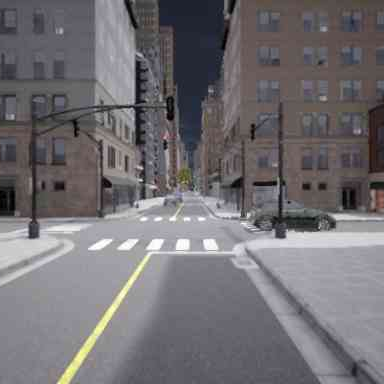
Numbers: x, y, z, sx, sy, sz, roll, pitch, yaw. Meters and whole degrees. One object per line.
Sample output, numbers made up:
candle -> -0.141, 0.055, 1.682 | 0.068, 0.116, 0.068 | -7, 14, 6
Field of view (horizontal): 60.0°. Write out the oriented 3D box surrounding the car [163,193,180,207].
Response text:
car -> -3.076, 1.296, 47.990 | 1.812, 1.442, 4.674 | 0, 0, 0

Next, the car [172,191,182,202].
car -> -3.025, 0.918, 64.084 | 2.150, 2.045, 5.566 | 0, 0, 0

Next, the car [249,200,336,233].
car -> 5.533, 1.244, 18.526 | 4.553, 1.767, 2.097 | 0, 0, 0
